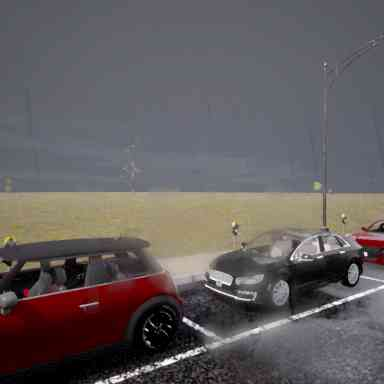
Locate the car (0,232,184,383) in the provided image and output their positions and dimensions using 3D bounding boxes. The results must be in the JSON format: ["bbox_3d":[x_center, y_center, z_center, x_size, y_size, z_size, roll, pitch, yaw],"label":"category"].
[{"bbox_3d":[-2.202,1.440,4.516,4.097,1.590,1.967,0,1,-36],"label":"car"}]

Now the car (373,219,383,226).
[{"bbox_3d":[6.807,1.548,10.954,4.507,1.381,1.887,0,1,-36],"label":"car"}]

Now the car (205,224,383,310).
[{"bbox_3d":[2.302,1.552,7.735,4.403,1.369,2.008,0,1,-36],"label":"car"}]
